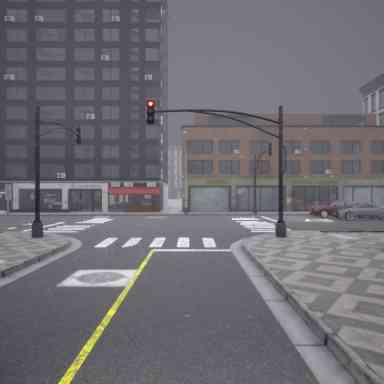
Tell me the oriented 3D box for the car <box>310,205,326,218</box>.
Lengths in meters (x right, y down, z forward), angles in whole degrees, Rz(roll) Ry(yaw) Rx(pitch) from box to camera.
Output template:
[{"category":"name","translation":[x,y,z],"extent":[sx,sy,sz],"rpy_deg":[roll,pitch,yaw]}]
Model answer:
[{"category":"car","translation":[13.160,1.490,29.862],"extent":[5.008,1.535,1.882],"rpy_deg":[0,0,1]}]

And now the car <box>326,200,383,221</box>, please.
[{"category":"car","translation":[13.415,1.550,26.608],"extent":[4.181,1.385,1.994],"rpy_deg":[0,0,0]}]
